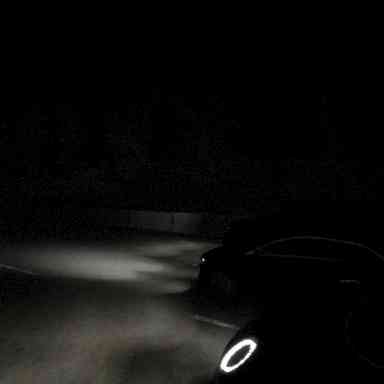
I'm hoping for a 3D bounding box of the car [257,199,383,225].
[{"bbox_3d":[3.636,1.219,9.998,5.566,2.045,2.150,0,0,36],"label":"car"}]

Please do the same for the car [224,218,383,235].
[{"bbox_3d":[2.353,1.490,6.613,4.902,1.511,2.128,0,0,36],"label":"car"}]

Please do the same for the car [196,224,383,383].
[{"bbox_3d":[2.360,1.353,2.309,4.553,1.767,2.097,0,0,36],"label":"car"}]
